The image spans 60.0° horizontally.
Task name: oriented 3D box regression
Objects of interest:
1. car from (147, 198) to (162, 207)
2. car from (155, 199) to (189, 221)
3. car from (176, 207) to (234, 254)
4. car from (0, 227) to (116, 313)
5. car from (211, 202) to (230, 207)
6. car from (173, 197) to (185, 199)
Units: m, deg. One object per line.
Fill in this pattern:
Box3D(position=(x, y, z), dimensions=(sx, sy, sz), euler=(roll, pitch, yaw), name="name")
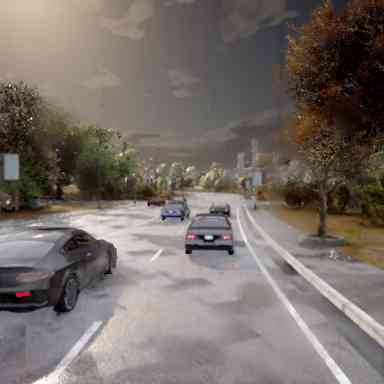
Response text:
Box3D(position=(-5.422, 1.539, 50.419), dimensions=(1.895, 1.301, 4.718), euler=(0, 0, 8), name="car")
Box3D(position=(-1.315, 1.577, 27.778), dimensions=(2.033, 1.411, 5.357), euler=(0, 0, 7), name="car")
Box3D(position=(0.759, 1.576, 13.661), dimensions=(2.033, 1.411, 5.357), euler=(0, 0, 4), name="car")
Box3D(position=(-3.107, 1.533, 7.550), dimensions=(1.812, 1.442, 4.674), euler=(0, 0, 2), name="car")
Box3D(position=(2.685, 1.634, 31.481), dimensions=(1.895, 1.301, 4.718), euler=(0, 0, 7), name="car")
Box3D(position=(-1.948, 1.431, 49.986), dimensions=(1.882, 1.535, 5.008), euler=(0, 0, 8), name="car")
